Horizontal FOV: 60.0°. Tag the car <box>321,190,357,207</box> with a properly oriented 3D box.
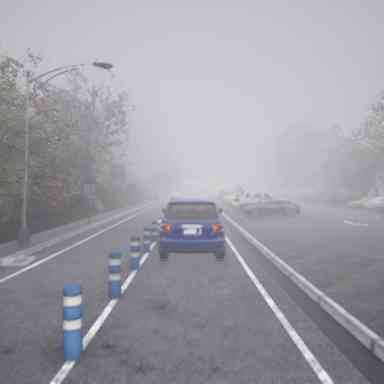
[{"bbox_3d":[20.024,0.787,42.270,5.566,2.045,2.435,0,1,0],"label":"car"}]

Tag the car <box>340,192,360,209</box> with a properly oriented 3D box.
[{"bbox_3d":[19.763,1.147,36.739,5.366,1.575,1.946,0,1,0],"label":"car"}]

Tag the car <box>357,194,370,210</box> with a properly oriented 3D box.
[{"bbox_3d":[19.923,1.246,33.968,4.674,1.452,2.002,0,1,0],"label":"car"}]

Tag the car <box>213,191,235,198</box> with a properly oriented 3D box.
[{"bbox_3d":[7.201,0.575,75.715,4.892,1.521,2.231,0,1,0],"label":"car"}]

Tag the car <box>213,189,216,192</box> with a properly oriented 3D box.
[{"bbox_3d":[7.096,0.700,67.388,4.792,1.488,2.163,0,1,0],"label":"car"}]

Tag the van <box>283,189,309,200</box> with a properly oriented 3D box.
[{"bbox_3d":[20.064,0.471,64.422,4.442,1.987,1.878,0,1,0],"label":"van"}]

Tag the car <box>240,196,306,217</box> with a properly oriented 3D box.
[{"bbox_3d":[6.771,1.354,28.540,4.792,1.488,2.163,0,1,0],"label":"car"}]

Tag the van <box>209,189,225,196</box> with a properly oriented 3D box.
[{"bbox_3d":[7.241,0.124,95.145,4.442,1.987,1.878,0,1,0],"label":"van"}]

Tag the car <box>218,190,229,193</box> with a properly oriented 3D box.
[{"bbox_3d":[6.778,0.928,48.090,5.366,1.575,1.946,0,1,0],"label":"car"}]

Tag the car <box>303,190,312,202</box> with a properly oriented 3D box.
[{"bbox_3d":[20.095,0.905,50.708,4.792,1.488,2.163,0,1,1],"label":"car"}]

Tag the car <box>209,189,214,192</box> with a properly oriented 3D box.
[{"bbox_3d":[6.986,0.603,72.941,5.366,1.575,1.946,0,1,0],"label":"car"}]

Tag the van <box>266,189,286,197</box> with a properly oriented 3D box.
[{"bbox_3d":[20.438,0.278,81.165,4.442,1.987,1.878,0,1,0],"label":"van"}]

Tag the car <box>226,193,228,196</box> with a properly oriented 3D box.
[{"bbox_3d":[6.899,1.101,39.641,4.892,1.521,2.231,0,1,0],"label":"car"}]

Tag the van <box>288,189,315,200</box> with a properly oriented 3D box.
[{"bbox_3d":[20.274,0.503,61.650,4.442,1.987,1.878,0,1,0],"label":"van"}]

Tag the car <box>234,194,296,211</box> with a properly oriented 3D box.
[{"bbox_3d":[6.829,1.268,31.314,5.008,1.535,2.097,0,1,0],"label":"car"}]

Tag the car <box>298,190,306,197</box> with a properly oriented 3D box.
[{"bbox_3d":[20.117,0.863,53.347,4.792,1.488,2.163,0,1,0],"label":"car"}]

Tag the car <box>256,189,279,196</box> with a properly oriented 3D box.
[{"bbox_3d":[20.362,0.156,89.475,5.566,2.045,2.435,0,1,0],"label":"car"}]

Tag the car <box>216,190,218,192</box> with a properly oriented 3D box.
[{"bbox_3d":[7.085,0.796,59.060,4.792,1.488,2.163,0,1,0],"label":"car"}]

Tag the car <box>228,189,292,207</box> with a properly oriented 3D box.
[{"bbox_3d":[6.875,0.961,34.084,5.566,2.045,2.435,0,1,0],"label":"car"}]

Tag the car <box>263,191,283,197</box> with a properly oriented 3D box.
[{"bbox_3d":[20.341,0.513,83.813,4.674,1.452,2.002,0,1,0],"label":"car"}]

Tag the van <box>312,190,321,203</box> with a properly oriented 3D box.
[{"bbox_3d":[20.159,0.700,47.932,4.442,1.987,1.878,0,1,0],"label":"van"}]

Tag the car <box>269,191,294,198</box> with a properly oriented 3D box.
[{"bbox_3d":[20.268,0.569,75.504,5.008,1.535,2.097,0,1,0],"label":"car"}]

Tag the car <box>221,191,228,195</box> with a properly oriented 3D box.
[{"bbox_3d":[6.731,1.041,42.418,5.366,1.575,1.946,0,1,0],"label":"car"}]

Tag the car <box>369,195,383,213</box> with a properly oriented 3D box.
[{"bbox_3d":[19.873,1.292,31.199,4.792,1.488,2.163,0,1,0],"label":"car"}]

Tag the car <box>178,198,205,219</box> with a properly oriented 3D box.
[{"bbox_3d":[0.009,1.295,27.597,2.033,1.411,5.357,0,1,0],"label":"car"}]

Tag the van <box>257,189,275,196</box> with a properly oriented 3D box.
[{"bbox_3d":[20.531,0.150,92.245,4.442,1.987,1.878,0,1,0],"label":"van"}]

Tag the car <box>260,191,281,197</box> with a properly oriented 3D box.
[{"bbox_3d":[20.361,0.441,86.583,5.008,1.535,2.097,0,1,0],"label":"car"}]

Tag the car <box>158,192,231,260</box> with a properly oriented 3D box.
[{"bbox_3d":[0.009,1.204,12.514,2.150,2.045,5.566,0,1,0],"label":"car"}]

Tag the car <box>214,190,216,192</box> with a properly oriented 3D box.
[{"bbox_3d":[7.073,0.732,64.612,4.792,1.488,2.163,0,1,0],"label":"car"}]

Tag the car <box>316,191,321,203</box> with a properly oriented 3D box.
[{"bbox_3d":[19.990,1.012,45.045,4.792,1.488,2.163,0,1,0],"label":"car"}]

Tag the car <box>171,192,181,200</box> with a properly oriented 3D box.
[{"bbox_3d":[-3.150,0.721,66.060,1.812,1.442,4.674,0,1,1],"label":"car"}]

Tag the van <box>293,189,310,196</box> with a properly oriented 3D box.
[{"bbox_3d":[20.003,0.570,56.096,4.442,1.987,1.878,0,1,0],"label":"van"}]

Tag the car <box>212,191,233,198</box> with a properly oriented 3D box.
[{"bbox_3d":[7.212,0.543,78.491,4.892,1.521,2.231,0,1,0],"label":"car"}]

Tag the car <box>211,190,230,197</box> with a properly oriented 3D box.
[{"bbox_3d":[7.234,0.352,84.042,4.553,1.767,2.185,0,1,0],"label":"car"}]

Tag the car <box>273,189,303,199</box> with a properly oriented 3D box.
[{"bbox_3d":[20.199,0.382,69.960,5.566,2.045,2.435,0,1,0],"label":"car"}]

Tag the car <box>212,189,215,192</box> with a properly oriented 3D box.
[{"bbox_3d":[7.119,0.668,70.164,4.792,1.488,2.163,0,1,0],"label":"car"}]

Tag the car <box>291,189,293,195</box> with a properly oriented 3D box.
[{"bbox_3d":[20.140,0.761,58.884,5.008,1.535,2.097,0,1,0],"label":"car"}]

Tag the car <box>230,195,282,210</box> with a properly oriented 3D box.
[{"bbox_3d":[7.055,1.153,36.864,5.366,1.575,1.946,0,1,0],"label":"car"}]

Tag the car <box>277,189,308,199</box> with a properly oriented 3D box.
[{"bbox_3d":[20.176,0.414,67.190,5.566,2.045,2.435,0,1,0],"label":"car"}]

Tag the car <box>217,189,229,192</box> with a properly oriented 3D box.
[{"bbox_3d":[7.064,0.675,56.285,4.553,1.767,2.185,0,1,0],"label":"car"}]
